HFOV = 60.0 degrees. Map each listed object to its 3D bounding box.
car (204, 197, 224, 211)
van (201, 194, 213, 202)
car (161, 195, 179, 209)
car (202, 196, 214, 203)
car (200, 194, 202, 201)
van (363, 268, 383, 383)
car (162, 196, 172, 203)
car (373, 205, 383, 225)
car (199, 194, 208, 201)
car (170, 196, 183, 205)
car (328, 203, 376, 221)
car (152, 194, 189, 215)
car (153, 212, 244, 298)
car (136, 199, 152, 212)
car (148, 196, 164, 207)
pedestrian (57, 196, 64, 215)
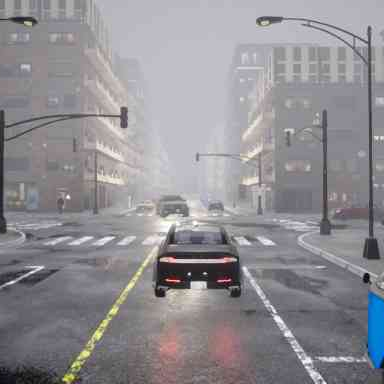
[{"bbox_3d":[2.822,1.581,39.979,1.947,1.339,4.313,1,0,0],"label":"car"},{"bbox_3d":[2.877,1.364,56.906,1.690,1.788,3.998,1,0,0],"label":"van"},{"bbox_3d":[-2.963,1.369,45.080,2.097,1.767,4.553,0,0,0],"label":"car"},{"bbox_3d":[2.839,1.568,45.622,2.008,1.369,4.403,1,0,0],"label":"car"},{"bbox_3d":[2.908,1.554,68.362,1.752,1.417,4.829,1,0,0],"label":"car"},{"bbox_3d":[2.680,1.342,2.033,1.690,1.788,3.998,1,0,0],"label":"van"},{"bbox_3d":[-5.456,1.577,73.860,1.887,1.381,4.507,1,0,0],"label":"car"},{"bbox_3d":[13.597,1.583,19.750,4.313,1.339,1.947,0,-1,1],"label":"car"},{"bbox_3d":[2.961,1.354,85.119,2.192,1.841,5.009,1,0,0],"label":"car"},{"bbox_3d":[-2.869,1.573,62.312,2.033,1.411,5.357,0,0,1],"label":"car"},{"bbox_3d":[13.726,1.609,28.131,4.097,1.590,1.967,0,-1,1],"label":"car"},{"bbox_3d":[-1.921,1.233,30.353,2.150,2.045,5.566,0,0,-15],"label":"car"},{"bbox_3d":[0.126,1.494,8.523,2.128,1.511,4.902,0,0,0],"label":"car"},{"bbox_3d":[-5.557,1.540,39.834,1.752,1.417,4.829,1,0,0],"label":"car"},{"bbox_3d":[-5.522,1.460,51.289,1.967,1.590,4.097,1,0,0],"label":"car"},{"bbox_3d":[-12.445,1.218,31.466,0.375,1.860,0.375,0,-1,1],"label":"pedestrian"}]
